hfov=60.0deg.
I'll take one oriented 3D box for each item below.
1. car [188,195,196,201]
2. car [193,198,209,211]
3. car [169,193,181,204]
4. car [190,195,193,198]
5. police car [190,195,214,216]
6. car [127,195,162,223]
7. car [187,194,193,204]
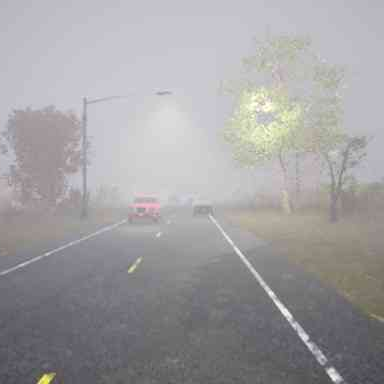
[{"bbox_3d":[0.004,1.415,86.606,1.837,1.490,4.892,0,0,0],"label":"car"},{"bbox_3d":[1.052,1.511,42.394,1.882,1.535,5.008,0,0,0],"label":"car"},{"bbox_3d":[-3.499,1.279,67.567,2.150,2.045,5.566,0,0,0],"label":"car"},{"bbox_3d":[1.052,1.492,48.585,1.801,1.575,5.366,0,0,0],"label":"car"},{"bbox_3d":[1.052,1.451,32.502,1.930,1.638,5.238,0,0,0],"label":"police car"},{"bbox_3d":[-3.597,1.243,26.277,2.150,2.045,5.566,0,0,0],"label":"car"},{"bbox_3d":[0.004,1.563,67.418,1.812,1.442,4.674,0,0,0],"label":"car"}]
